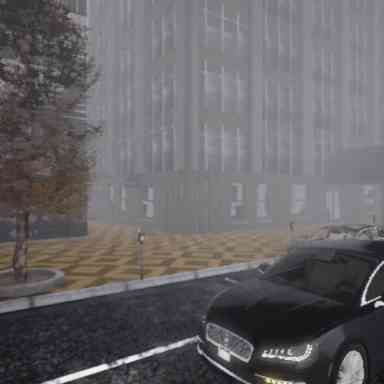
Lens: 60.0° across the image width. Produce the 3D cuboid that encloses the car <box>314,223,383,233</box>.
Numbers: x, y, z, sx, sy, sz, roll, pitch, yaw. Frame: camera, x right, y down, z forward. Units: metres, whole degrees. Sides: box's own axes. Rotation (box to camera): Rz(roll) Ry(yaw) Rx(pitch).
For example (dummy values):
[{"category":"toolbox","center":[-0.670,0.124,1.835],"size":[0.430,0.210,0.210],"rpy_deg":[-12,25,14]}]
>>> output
[{"category":"car","center":[4.498,1.638,9.795],"size":[4.403,1.369,2.008],"rpy_deg":[1,-1,-36]}]

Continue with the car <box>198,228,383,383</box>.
[{"category":"car","center":[2.325,1.549,5.045],"size":[4.892,1.490,1.837],"rpy_deg":[1,0,-36]}]
